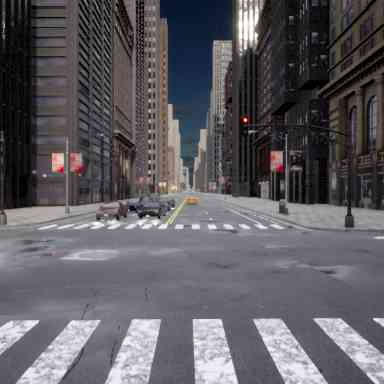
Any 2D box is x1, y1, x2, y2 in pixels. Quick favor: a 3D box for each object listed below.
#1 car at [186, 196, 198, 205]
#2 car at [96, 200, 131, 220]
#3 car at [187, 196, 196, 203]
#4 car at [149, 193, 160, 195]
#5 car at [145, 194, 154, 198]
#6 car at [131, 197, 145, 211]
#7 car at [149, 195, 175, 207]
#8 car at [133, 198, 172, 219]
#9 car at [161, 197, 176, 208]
[{"bbox_3d":[-0.020,1.456,56.744,1.882,1.535,5.008,0,0,0],"label":"car"},{"bbox_3d":[-6.652,1.524,27.975,1.812,1.442,4.674,0,0,0],"label":"car"},{"bbox_3d":[-0.047,1.555,70.033,1.895,1.301,4.718,0,0,0],"label":"car"},{"bbox_3d":[-6.675,1.198,57.772,2.150,2.045,5.566,0,0,1],"label":"car"},{"bbox_3d":[-6.691,1.493,47.323,1.837,1.490,4.892,0,0,0],"label":"car"},{"bbox_3d":[-6.672,1.595,37.083,1.895,1.301,4.718,0,0,0],"label":"car"},{"bbox_3d":[-3.422,1.485,39.150,2.128,1.511,4.902,0,0,0],"label":"car"},{"bbox_3d":[-3.380,1.545,29.411,2.033,1.411,5.357,0,0,4],"label":"car"},{"bbox_3d":[-3.450,1.534,49.702,2.033,1.411,5.357,0,0,0],"label":"car"}]
